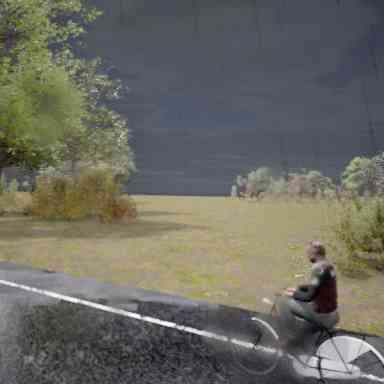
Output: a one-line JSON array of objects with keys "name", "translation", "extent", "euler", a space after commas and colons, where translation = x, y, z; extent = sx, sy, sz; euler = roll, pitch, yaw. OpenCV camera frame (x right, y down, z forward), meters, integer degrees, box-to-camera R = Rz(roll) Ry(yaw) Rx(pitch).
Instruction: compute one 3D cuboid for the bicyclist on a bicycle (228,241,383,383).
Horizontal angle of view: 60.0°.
[{"name": "bicyclist on a bicycle", "translation": [1.250, 1.454, 3.937], "extent": [1.843, 1.776, 0.659], "euler": [0, -1, 32]}]
